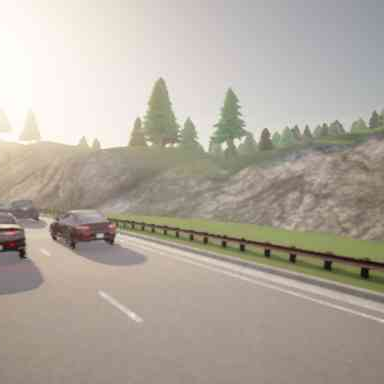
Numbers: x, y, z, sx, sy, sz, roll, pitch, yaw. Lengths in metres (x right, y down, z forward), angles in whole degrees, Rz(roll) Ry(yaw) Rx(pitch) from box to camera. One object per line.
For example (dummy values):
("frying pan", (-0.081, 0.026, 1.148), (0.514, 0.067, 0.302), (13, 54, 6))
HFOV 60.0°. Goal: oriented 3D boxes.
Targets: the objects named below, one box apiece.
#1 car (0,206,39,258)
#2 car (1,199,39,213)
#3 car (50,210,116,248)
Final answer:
("car", (-7.237, 1.474, 11.989), (2.128, 1.511, 4.902), (0, 0, -35))
("car", (-13.545, 1.318, 25.891), (2.097, 1.767, 4.553), (0, 0, -40))
("car", (-4.875, 1.514, 14.707), (1.812, 1.442, 4.674), (0, 0, -35))
